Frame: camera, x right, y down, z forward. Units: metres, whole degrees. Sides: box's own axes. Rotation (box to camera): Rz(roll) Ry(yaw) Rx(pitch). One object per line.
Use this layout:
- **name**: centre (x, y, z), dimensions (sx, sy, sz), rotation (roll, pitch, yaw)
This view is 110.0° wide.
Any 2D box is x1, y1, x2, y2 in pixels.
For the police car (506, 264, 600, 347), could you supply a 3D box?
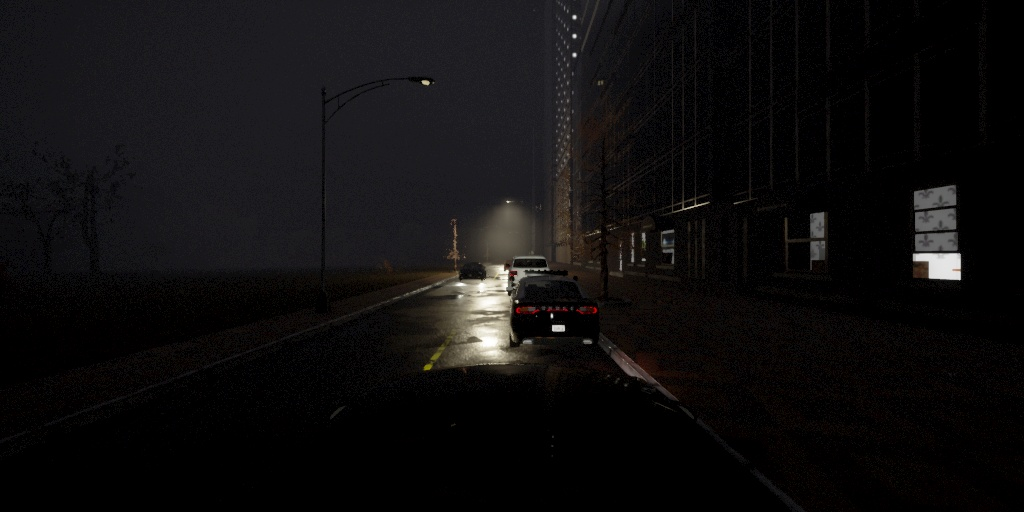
- **police car**: centre (0.881, 1.175, 9.430), dimensions (1.930, 1.638, 5.238), rotation (0, 0, 0)

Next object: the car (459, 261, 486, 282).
- **car**: centre (-3.165, 1.227, 29.511), dimensions (1.882, 1.535, 5.008), rotation (0, 0, 0)

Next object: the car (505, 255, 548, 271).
- **car**: centre (0.857, 0.975, 19.351), dimensions (2.150, 2.045, 5.566), rotation (0, 0, 0)

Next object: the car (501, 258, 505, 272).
- **car**: centre (-0.085, 1.226, 47.546), dimensions (1.882, 1.535, 5.008), rotation (0, 0, 0)
